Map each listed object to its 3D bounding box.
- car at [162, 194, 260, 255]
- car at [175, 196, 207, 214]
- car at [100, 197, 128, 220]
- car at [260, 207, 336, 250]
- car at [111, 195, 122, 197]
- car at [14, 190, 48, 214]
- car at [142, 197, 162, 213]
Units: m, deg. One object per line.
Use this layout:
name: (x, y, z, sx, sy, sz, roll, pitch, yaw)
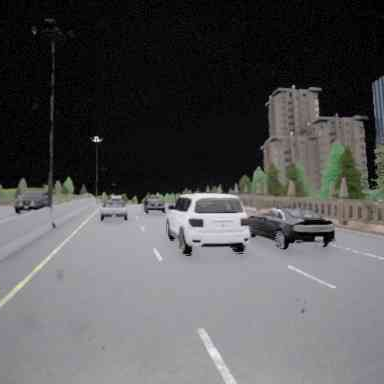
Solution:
car: (0.390, 1.080, 12.869, 2.150, 2.045, 5.566, 0, 1, -12)
car: (-0.225, 1.190, 32.256, 2.033, 1.411, 5.357, 0, 1, -12)
car: (-5.805, 1.319, 24.950, 1.895, 1.301, 4.718, 0, 1, -12)
car: (3.799, 1.344, 13.667, 2.128, 1.511, 4.902, 0, 1, -12)
car: (-9.173, 1.076, 40.517, 1.812, 1.442, 4.674, 0, 0, -12)
car: (-14.330, 0.871, 30.311, 2.150, 2.045, 5.566, 0, 1, -12)
car: (-3.651, 1.195, 31.539, 2.033, 1.411, 5.357, 0, 1, -12)
